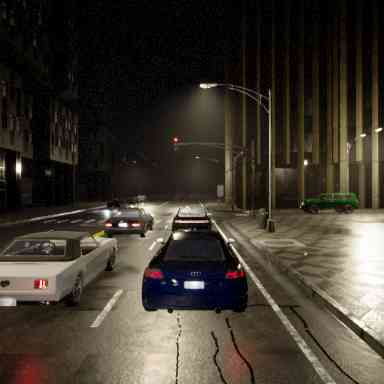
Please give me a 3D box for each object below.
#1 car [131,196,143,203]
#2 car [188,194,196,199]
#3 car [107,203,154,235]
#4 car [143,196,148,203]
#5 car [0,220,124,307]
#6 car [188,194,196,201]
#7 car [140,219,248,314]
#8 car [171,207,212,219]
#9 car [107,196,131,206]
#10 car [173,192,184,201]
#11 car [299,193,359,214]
[{"bbox_3d":[-9.850,1.431,54.406,2.033,1.411,5.357,0,0,0],"label":"car"},{"bbox_3d":[-0.013,1.192,85.509,1.895,1.301,4.718,0,0,0],"label":"car"},{"bbox_3d":[-3.155,1.531,17.517,2.033,1.411,5.357,0,0,0],"label":"car"},{"bbox_3d":[-9.800,1.390,65.028,2.033,1.411,5.357,0,0,0],"label":"car"},{"bbox_3d":[-3.149,1.597,7.926,1.895,1.301,4.718,0,0,0],"label":"car"},{"bbox_3d":[-0.012,1.336,75.057,2.033,1.411,5.357,0,0,0],"label":"car"},{"bbox_3d":[0.085,1.560,7.705,1.994,1.385,4.181,0,0,1],"label":"car"},{"bbox_3d":[-0.003,1.477,16.579,2.128,1.511,4.902,0,0,0],"label":"car"},{"bbox_3d":[-9.855,1.522,43.945,1.895,1.301,4.718,0,0,0],"label":"car"},{"bbox_3d":[-3.262,1.296,75.057,1.837,1.490,4.892,0,0,0],"label":"car"},{"bbox_3d":[13.562,1.110,33.050,5.566,2.045,2.150,0,0,2],"label":"car"}]
